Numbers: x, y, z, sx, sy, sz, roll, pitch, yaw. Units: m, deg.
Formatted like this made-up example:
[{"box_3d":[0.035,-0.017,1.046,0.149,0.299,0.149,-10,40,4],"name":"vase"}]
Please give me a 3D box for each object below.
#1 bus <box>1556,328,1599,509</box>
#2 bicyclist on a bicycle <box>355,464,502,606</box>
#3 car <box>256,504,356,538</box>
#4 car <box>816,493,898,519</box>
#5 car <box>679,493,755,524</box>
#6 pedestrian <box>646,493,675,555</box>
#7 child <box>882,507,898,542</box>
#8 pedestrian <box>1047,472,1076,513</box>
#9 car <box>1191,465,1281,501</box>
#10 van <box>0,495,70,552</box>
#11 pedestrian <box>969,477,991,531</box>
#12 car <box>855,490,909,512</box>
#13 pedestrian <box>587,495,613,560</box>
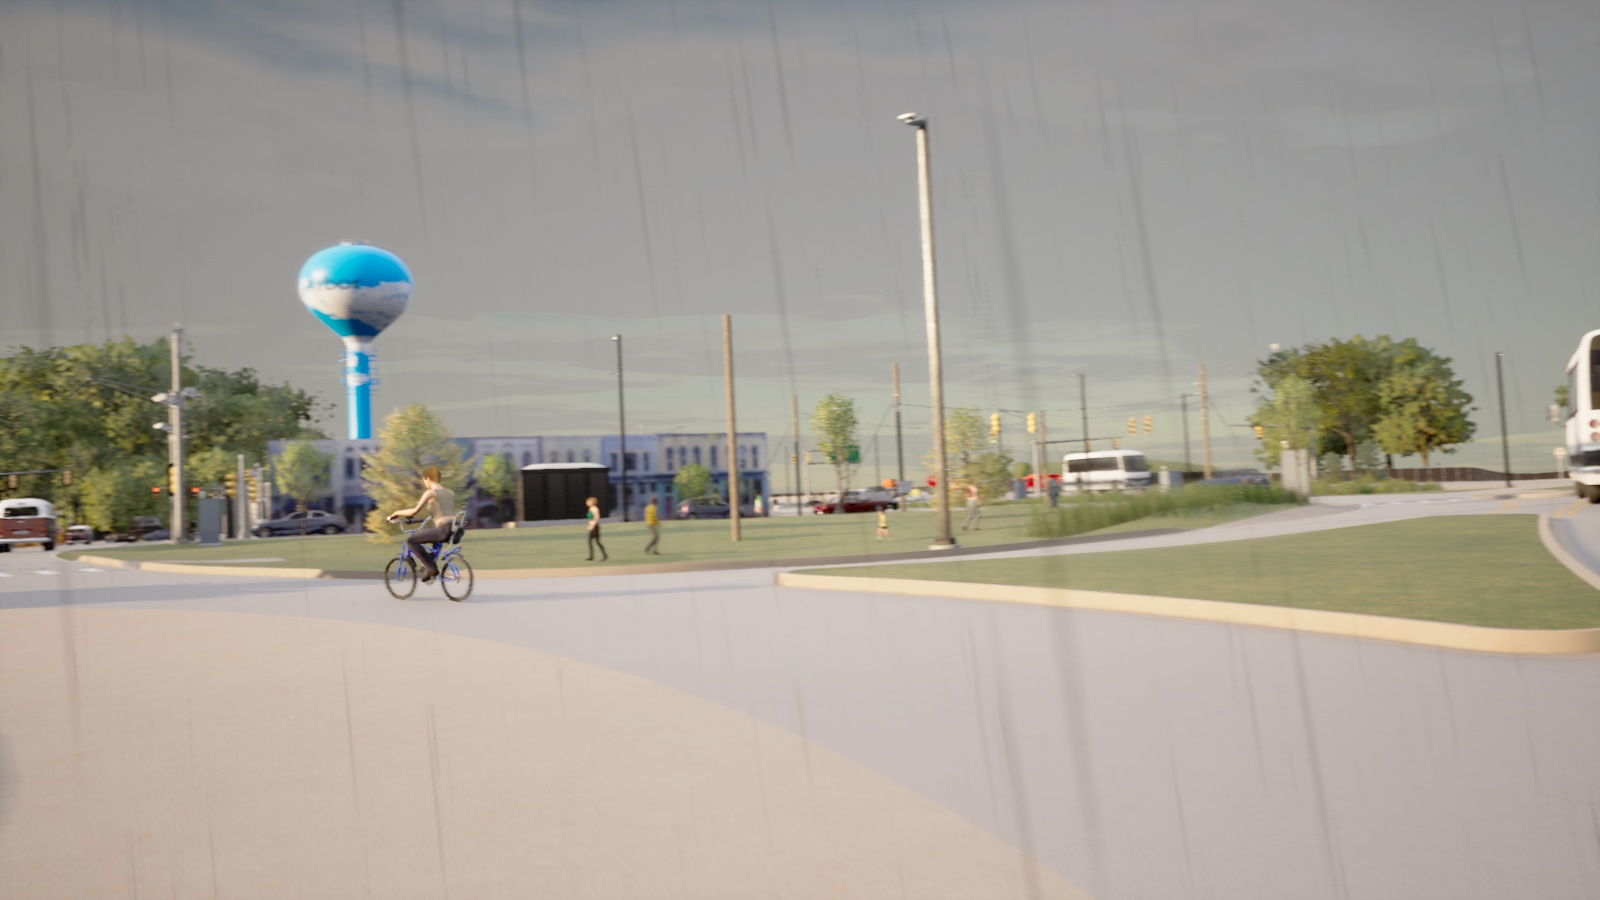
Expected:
[{"box_3d":[22.623,-0.793,33.317,3.944,4.253,10.273,-5,-3,30],"name":"bus"},{"box_3d":[-4.449,0.998,15.029,1.509,1.612,0.866,-2,-2,31],"name":"bicyclist on a bicycle"},{"box_3d":[-27.063,3.911,68.867,5.027,1.651,2.152,-1,-4,-22],"name":"car"},{"box_3d":[3.512,3.451,77.629,4.718,1.301,1.895,-2,-3,-29],"name":"car"},{"box_3d":[-4.894,3.467,73.874,3.988,1.617,1.851,-1,-4,-22],"name":"car"},{"box_3d":[-4.252,2.259,38.321,0.726,1.835,0.370,-1,-4,-28],"name":"pedestrian"},{"box_3d":[2.887,2.386,40.391,0.394,1.110,0.255,-1,-4,-25],"name":"child"},{"box_3d":[12.026,1.960,57.842,0.874,1.855,0.900,-2,-4,-17],"name":"pedestrian"},{"box_3d":[23.883,1.852,68.928,2.097,1.767,4.553,-1,-3,-22],"name":"car"},{"box_3d":[-29.940,2.885,49.119,2.069,2.038,4.480,-1,-3,-26],"name":"van"},{"box_3d":[6.211,1.850,43.340,0.594,1.836,0.345,-1,-4,-24],"name":"pedestrian"},{"box_3d":[6.092,3.816,94.100,2.163,1.488,4.792,-1,-3,-22],"name":"car"},{"box_3d":[-5.747,2.225,36.008,0.594,1.836,0.345,-1,-4,-29],"name":"pedestrian"}]
